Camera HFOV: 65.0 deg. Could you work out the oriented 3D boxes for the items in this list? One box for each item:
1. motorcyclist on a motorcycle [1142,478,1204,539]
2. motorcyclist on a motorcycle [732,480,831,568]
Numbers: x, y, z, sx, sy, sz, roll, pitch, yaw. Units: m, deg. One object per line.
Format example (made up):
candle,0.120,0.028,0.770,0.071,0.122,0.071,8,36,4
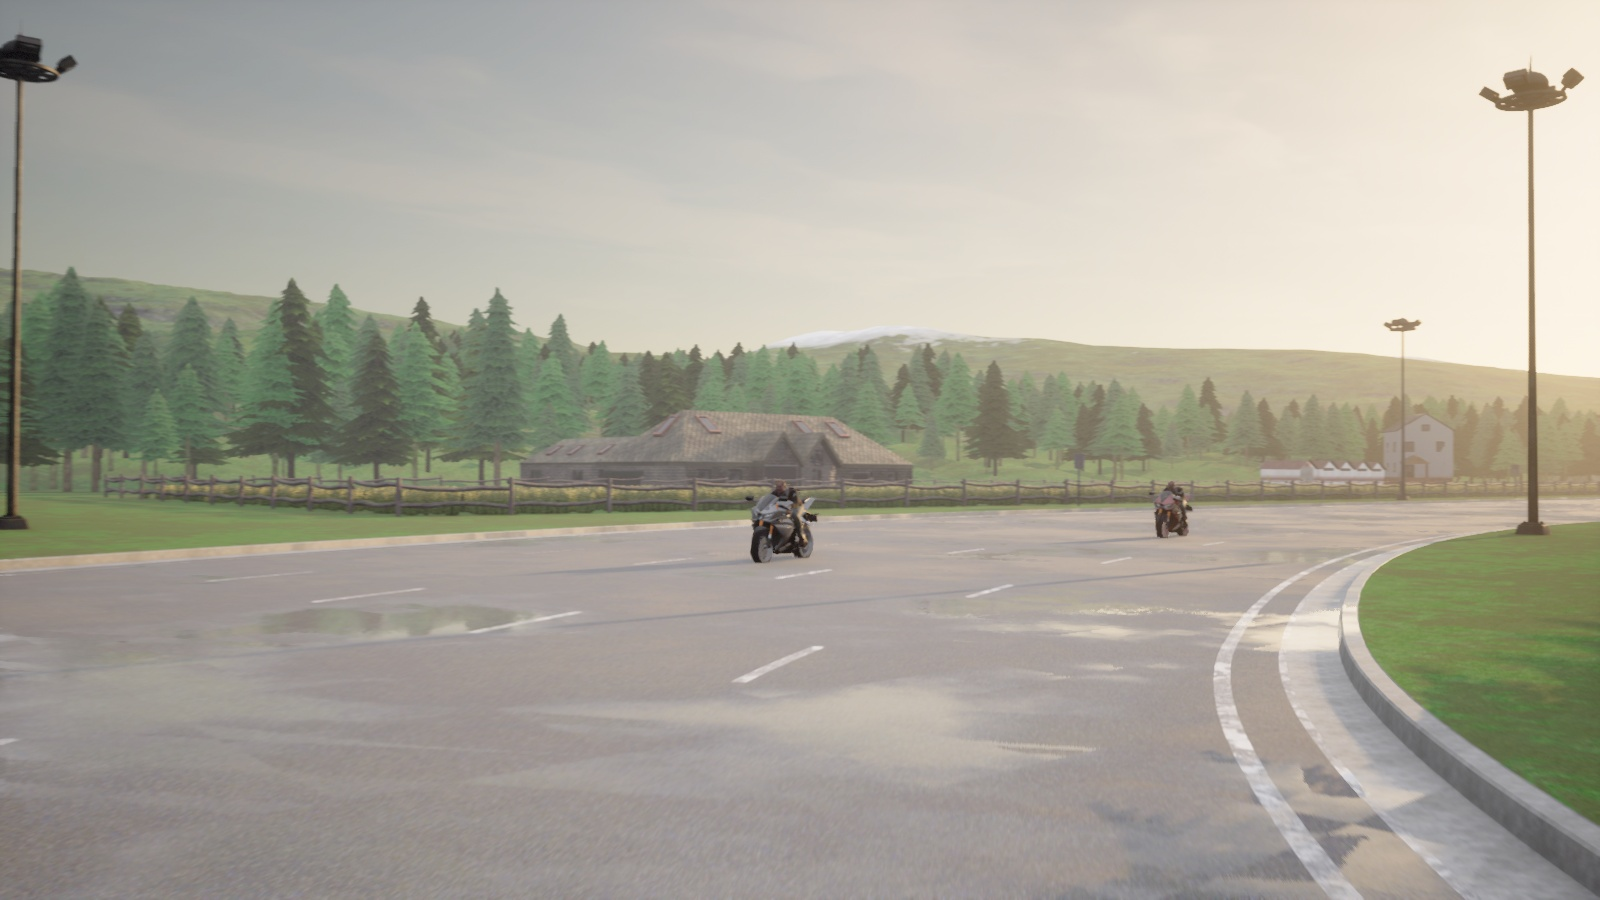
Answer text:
motorcyclist on a motorcycle,9.746,1.494,32.762,0.866,1.530,2.191,-1,-1,35
motorcyclist on a motorcycle,-0.303,1.322,23.093,0.866,1.530,2.191,-1,-1,28
